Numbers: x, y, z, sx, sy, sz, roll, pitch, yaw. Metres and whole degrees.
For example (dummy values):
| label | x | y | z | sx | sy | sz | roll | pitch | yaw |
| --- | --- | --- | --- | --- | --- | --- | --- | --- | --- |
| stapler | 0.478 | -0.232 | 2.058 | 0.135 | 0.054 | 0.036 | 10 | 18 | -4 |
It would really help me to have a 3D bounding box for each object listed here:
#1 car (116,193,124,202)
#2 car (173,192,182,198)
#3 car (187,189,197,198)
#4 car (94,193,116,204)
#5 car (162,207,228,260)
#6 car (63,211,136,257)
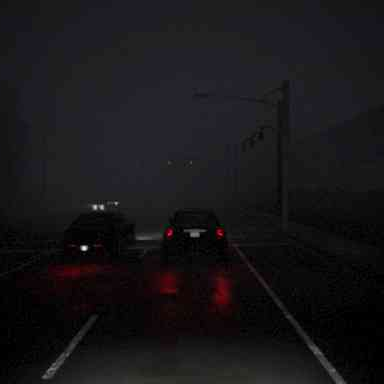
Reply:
| label | x | y | z | sx | sy | sz | roll | pitch | yaw |
| --- | --- | --- | --- | --- | --- | --- | --- | --- | --- |
| car | -14.018 | 0.984 | 61.821 | 2.128 | 1.511 | 4.902 | 0 | 1 | 1 |
| car | -3.492 | 0.658 | 78.214 | 1.882 | 1.535 | 5.008 | 0 | 1 | 0 |
| car | 0.007 | 0.401 | 78.241 | 2.150 | 2.045 | 5.566 | 0 | 1 | 0 |
| car | -14.020 | 1.092 | 52.601 | 2.128 | 1.511 | 4.902 | 0 | 1 | 0 |
| car | 0.094 | 1.336 | 12.474 | 2.097 | 1.767 | 4.553 | 0 | 0 | 0 |
| car | -3.404 | 1.489 | 12.940 | 1.837 | 1.490 | 4.892 | 0 | 1 | 0 |
